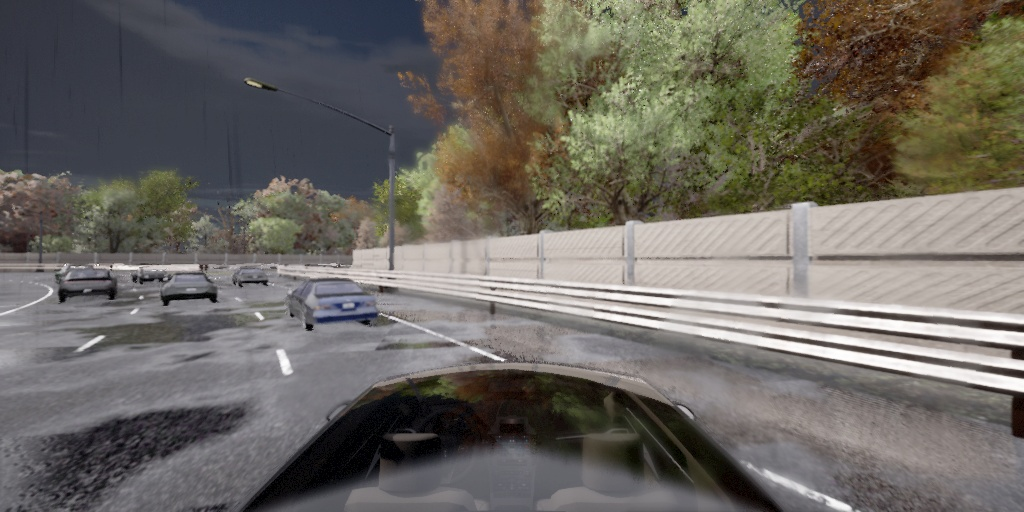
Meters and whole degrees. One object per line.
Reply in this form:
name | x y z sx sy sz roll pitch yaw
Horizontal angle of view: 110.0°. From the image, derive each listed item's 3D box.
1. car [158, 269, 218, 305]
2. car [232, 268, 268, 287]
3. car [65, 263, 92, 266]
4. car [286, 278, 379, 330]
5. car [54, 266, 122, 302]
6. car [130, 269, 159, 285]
car | -15.911 1.519 17.686 1.994 1.385 4.181 1 -1 -44
car | -20.503 1.634 28.048 2.033 1.411 5.357 1 -1 -43
car | -36.417 1.467 30.040 4.553 1.767 2.097 0 -1 33
car | -6.030 1.426 11.751 2.033 1.411 5.357 1 -1 -39
car | -21.769 1.459 18.565 4.902 1.511 2.128 -1 -1 44
car | -30.721 1.720 30.447 4.718 1.301 1.895 -1 -1 35
